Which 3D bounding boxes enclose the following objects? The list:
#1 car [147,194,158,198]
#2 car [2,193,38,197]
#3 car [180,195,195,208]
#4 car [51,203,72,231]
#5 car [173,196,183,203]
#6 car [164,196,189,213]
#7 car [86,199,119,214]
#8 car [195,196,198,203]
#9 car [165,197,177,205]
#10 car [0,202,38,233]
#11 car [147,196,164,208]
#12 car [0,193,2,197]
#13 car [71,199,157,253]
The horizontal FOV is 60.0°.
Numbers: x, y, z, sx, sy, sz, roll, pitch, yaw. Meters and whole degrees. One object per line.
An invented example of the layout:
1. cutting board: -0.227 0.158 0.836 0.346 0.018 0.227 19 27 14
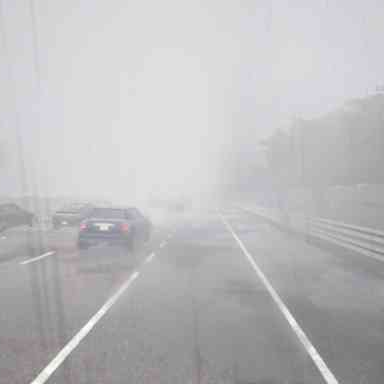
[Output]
1. car: -7.750 1.394 67.309 2.150 2.045 5.566 2 0 2
2. car: -19.485 0.958 38.861 1.882 1.535 5.008 2 -1 3
3. car: -1.163 1.577 56.994 2.150 2.045 5.566 2 0 2
4. car: -6.293 1.369 19.161 2.128 1.511 4.902 2 0 3
5. car: -3.599 1.841 84.047 2.097 1.767 4.553 2 -1 2
6. car: -1.840 1.686 40.961 1.882 1.535 5.008 2 0 2
7. car: -9.126 1.468 34.304 1.895 1.301 4.718 2 0 2
8. car: -0.072 2.189 84.921 1.994 1.385 4.181 2 -1 2
9. car: -4.231 1.800 68.088 1.882 1.535 5.008 2 0 2
10. car: -9.881 1.247 17.312 1.812 1.442 4.674 2 0 3
11. car: -4.965 1.696 50.100 2.033 1.411 5.357 2 0 2
12. car: -22.955 0.850 39.453 1.837 1.490 4.892 2 -1 3
13. car: -3.028 1.325 13.952 2.097 1.767 4.553 2 0 3
